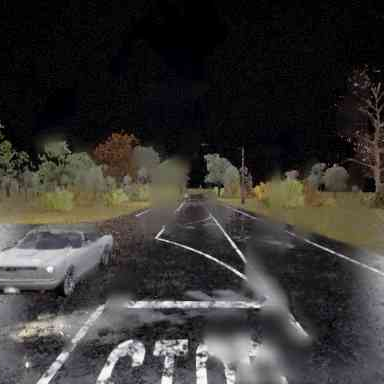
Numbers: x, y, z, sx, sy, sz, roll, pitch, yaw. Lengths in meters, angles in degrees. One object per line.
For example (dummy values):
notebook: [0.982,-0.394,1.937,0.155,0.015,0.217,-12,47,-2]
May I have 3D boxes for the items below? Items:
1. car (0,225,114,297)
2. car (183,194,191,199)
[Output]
car: [-3.501,1.594,8.664,1.895,1.301,4.718,0,0,0]
car: [-1.664,1.361,94.919,1.812,1.442,4.674,0,0,7]
